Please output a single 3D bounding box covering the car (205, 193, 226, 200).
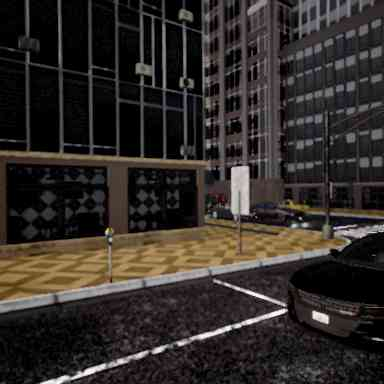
[{"bbox_3d":[0.687,1.113,34.984,2.150,2.045,5.566,-1,1,-35],"label":"car"}]

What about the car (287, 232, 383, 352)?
[{"bbox_3d":[3.856,1.508,6.094,5.008,1.535,1.882,1,-1,-35],"label":"car"}]

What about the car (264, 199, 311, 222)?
[{"bbox_3d":[6.448,1.527,26.622,2.033,1.411,5.357,-1,1,-35],"label":"car"}]

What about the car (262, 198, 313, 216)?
[{"bbox_3d":[9.256,1.408,32.701,1.752,1.417,4.829,0,1,-35],"label":"car"}]

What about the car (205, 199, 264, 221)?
[{"bbox_3d":[3.258,1.543,26.752,2.008,1.369,4.403,0,1,-35],"label":"car"}]
